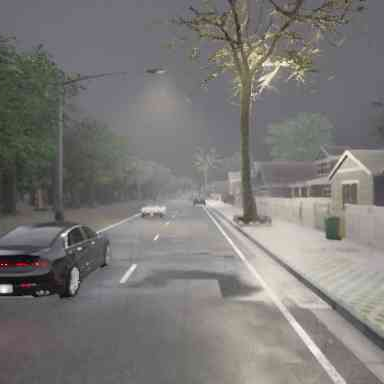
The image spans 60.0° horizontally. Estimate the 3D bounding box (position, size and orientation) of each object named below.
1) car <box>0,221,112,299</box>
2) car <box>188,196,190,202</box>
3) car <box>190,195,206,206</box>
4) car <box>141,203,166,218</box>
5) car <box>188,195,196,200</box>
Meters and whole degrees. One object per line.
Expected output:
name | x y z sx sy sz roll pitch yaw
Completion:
car | -3.400 1.506 8.442 1.837 1.490 4.892 0 0 0
car | -0.002 1.484 75.333 2.033 1.411 5.357 0 0 0
car | 1.222 1.394 56.640 2.097 1.767 4.553 0 0 0
car | -3.400 1.614 30.394 1.895 1.301 4.718 0 0 0
car | -0.003 1.503 92.669 2.033 1.411 5.357 0 0 0
